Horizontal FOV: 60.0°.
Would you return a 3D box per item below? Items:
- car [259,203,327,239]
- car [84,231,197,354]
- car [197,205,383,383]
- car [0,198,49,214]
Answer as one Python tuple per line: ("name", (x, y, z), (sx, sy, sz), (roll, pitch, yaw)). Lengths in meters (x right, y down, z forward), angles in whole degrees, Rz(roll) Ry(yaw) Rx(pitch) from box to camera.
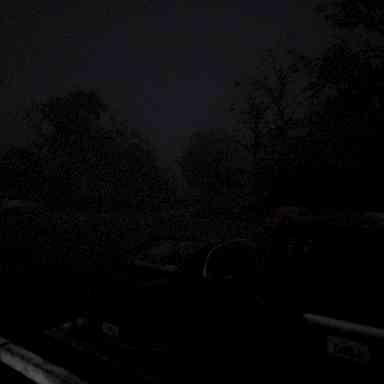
("car", (5.726, 1.459, 18.422), (2.097, 1.535, 5.008), (0, 0, 36))
("car", (0.375, 1.467, 6.170), (2.231, 1.521, 4.892), (0, 0, 36))
("car", (2.675, 1.226, 4.570), (2.435, 2.045, 5.566), (0, 0, 36))
("car", (-17.453, 1.502, 34.979), (2.002, 1.452, 4.674), (0, 0, 36))
